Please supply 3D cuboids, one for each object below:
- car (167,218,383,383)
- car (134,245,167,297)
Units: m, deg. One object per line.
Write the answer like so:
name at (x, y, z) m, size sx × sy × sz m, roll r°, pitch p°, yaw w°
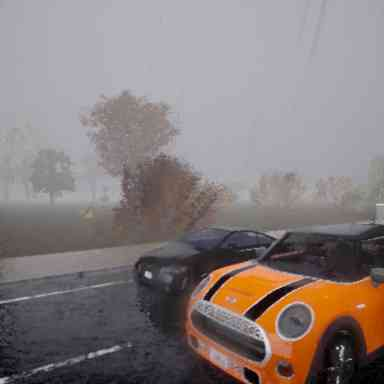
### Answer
car at (2.140, 1.350, 5.217) m, size 4.553 × 1.767 × 2.097 m, roll 0°, pitch 0°, yaw -36°
car at (0.705, 1.563, 8.186) m, size 4.181 × 1.385 × 1.994 m, roll 0°, pitch 0°, yaw -36°
